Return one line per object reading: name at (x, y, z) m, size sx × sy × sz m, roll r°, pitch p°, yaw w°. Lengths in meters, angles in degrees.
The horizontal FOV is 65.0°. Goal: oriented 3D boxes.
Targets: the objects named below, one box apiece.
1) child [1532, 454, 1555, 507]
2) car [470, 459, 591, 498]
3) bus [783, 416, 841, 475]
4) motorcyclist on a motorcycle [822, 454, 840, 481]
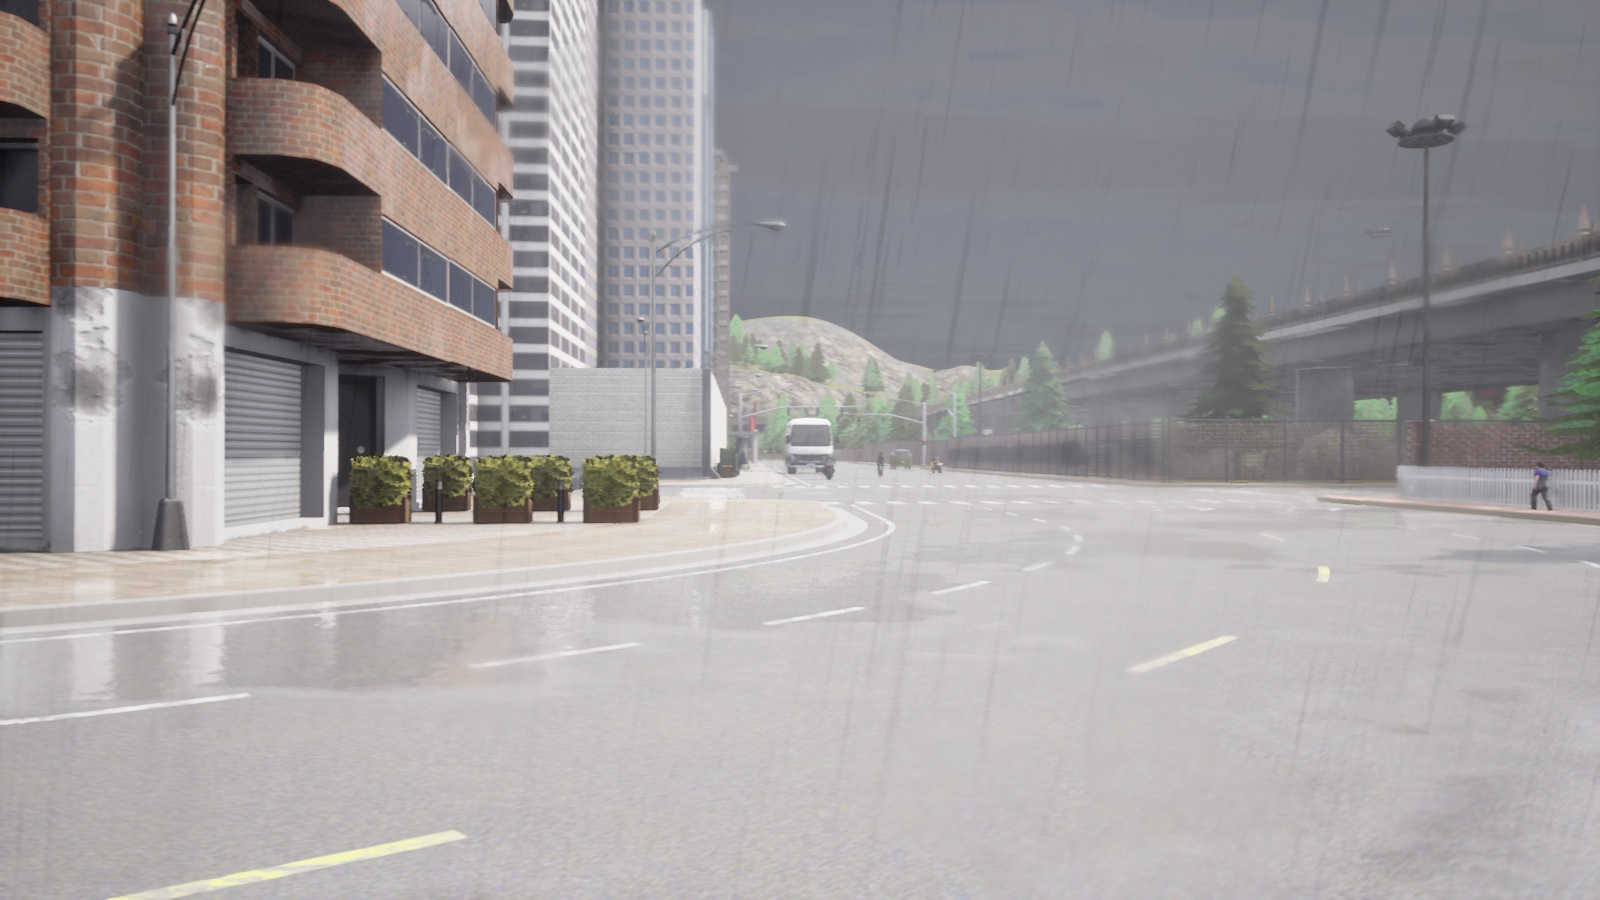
child at (17.979, 0.733, 30.359) m, size 0.270 × 1.263 × 0.437 m, roll 0°, pitch 0°, yaw -2°
car at (-10.109, 1.056, 47.364) m, size 4.181 × 1.385 × 1.994 m, roll 0°, pitch 0°, yaw -2°
bus at (0.776, -0.301, 96.849) m, size 3.944 × 4.253 × 10.273 m, roll 0°, pitch 0°, yaw -2°
motorcyclist on a motorcycle at (1.796, 1.026, 72.937) m, size 0.866 × 1.530 × 2.191 m, roll 0°, pitch 0°, yaw -2°
